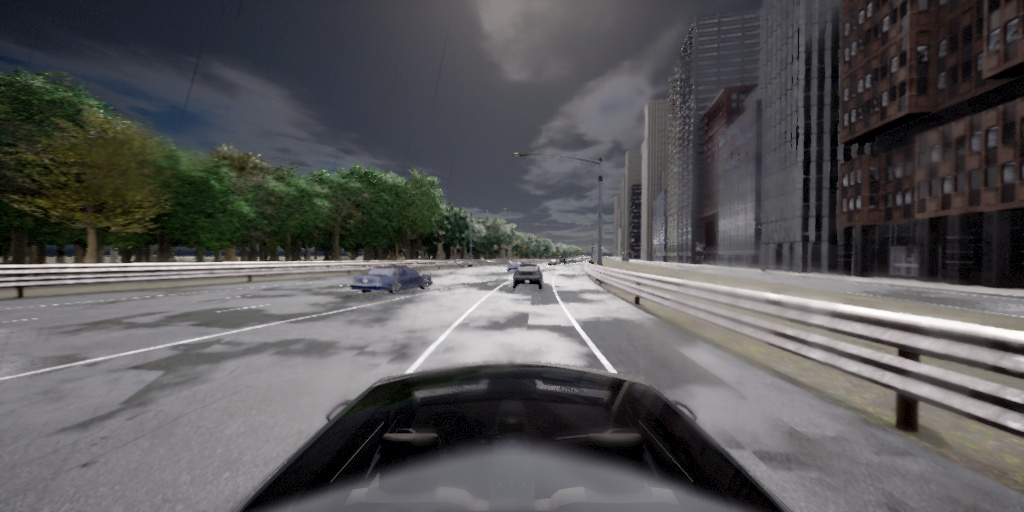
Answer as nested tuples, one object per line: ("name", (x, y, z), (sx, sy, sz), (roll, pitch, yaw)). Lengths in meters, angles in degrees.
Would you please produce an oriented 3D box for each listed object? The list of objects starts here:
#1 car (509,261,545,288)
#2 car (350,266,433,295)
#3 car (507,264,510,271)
("car", (1.132, 1.288, 23.991), (1.837, 1.490, 4.892), (0, 0, 5))
("car", (-6.256, 1.232, 19.328), (2.033, 1.411, 5.357), (1, 0, 15))
("car", (0.751, 1.394, 48.518), (2.033, 1.411, 5.357), (1, 0, 13))
